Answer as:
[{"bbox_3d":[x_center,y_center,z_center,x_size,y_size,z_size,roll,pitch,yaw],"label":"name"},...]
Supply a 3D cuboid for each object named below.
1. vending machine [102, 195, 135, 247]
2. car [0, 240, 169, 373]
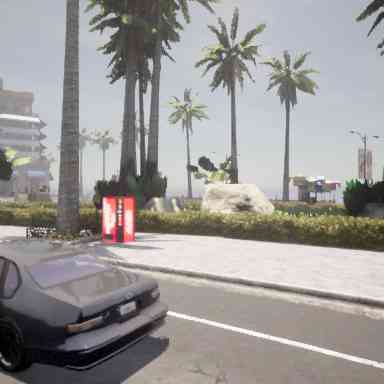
[{"bbox_3d":[-3.126,1.198,14.177,0.880,2.100,1.100,0,0,27],"label":"vending machine"},{"bbox_3d":[-2.987,1.549,5.564,5.357,1.411,2.033,0,0,31],"label":"car"}]
